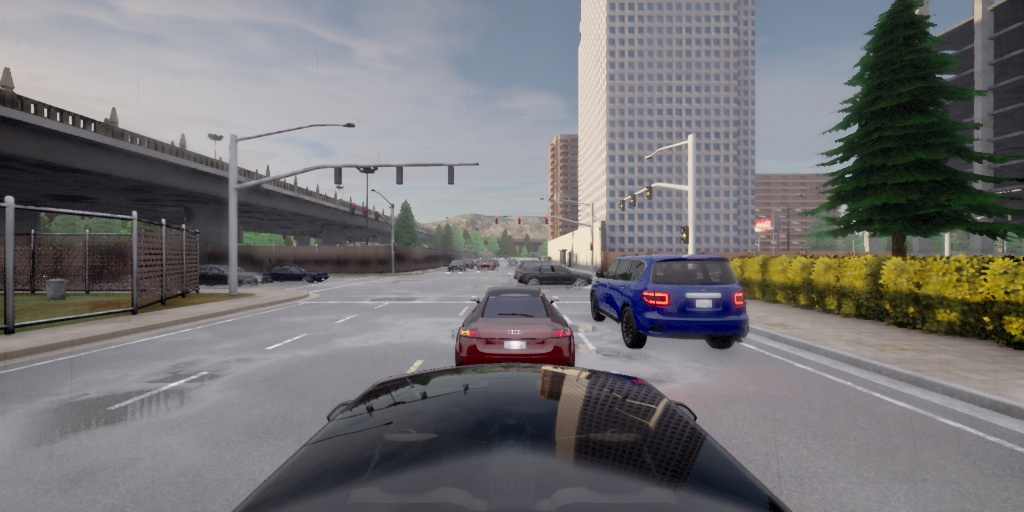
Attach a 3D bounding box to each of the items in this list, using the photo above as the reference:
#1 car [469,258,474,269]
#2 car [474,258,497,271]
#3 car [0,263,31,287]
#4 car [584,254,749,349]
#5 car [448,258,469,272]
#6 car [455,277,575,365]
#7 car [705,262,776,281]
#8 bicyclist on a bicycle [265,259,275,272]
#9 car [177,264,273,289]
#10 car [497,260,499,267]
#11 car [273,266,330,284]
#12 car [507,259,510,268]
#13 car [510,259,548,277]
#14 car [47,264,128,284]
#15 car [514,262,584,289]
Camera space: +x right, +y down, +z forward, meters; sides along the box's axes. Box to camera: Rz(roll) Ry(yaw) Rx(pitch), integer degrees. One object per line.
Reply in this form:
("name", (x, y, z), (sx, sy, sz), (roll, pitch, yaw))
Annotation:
("car", (-7.101, 1.102, 55.540), (2.097, 1.767, 4.553), (0, 0, 0))
("car", (-3.598, 1.102, 49.800), (2.097, 1.767, 4.553), (0, 0, 0))
("car", (-34.000, 1.296, 23.117), (4.902, 1.511, 2.128), (0, 0, 0))
("car", (3.567, 0.971, 9.297), (2.150, 2.045, 5.566), (0, 0, 1))
("car", (-7.103, 1.255, 46.656), (1.837, 1.490, 4.892), (0, 0, 0))
("car", (0.062, 1.314, 7.430), (1.994, 1.385, 4.181), (0, 0, 0))
("car", (19.301, 1.310, 30.438), (4.892, 1.490, 1.837), (0, 0, 0))
("bicyclist on a bicycle", (-25.306, 1.106, 37.617), (0.582, 1.620, 1.656), (0, 0, 0))
("car", (-18.738, 1.296, 23.150), (4.902, 1.511, 2.128), (0, 0, 0))
("car", (-3.595, 1.242, 58.872), (2.128, 1.511, 4.902), (0, 0, 0))
("car", (-16.265, 1.406, 26.655), (4.718, 1.301, 1.895), (0, 0, 0))
("car", (0.096, 1.297, 59.675), (2.033, 1.411, 5.357), (0, 0, 0))
("car", (2.342, 1.133, 26.699), (4.553, 1.767, 2.097), (0, 0, 0))
("car", (-31.473, 1.331, 26.636), (4.674, 1.442, 1.812), (0, 0, 0))
("car", (2.777, 1.288, 23.200), (4.892, 1.490, 1.837), (0, 0, 0))
